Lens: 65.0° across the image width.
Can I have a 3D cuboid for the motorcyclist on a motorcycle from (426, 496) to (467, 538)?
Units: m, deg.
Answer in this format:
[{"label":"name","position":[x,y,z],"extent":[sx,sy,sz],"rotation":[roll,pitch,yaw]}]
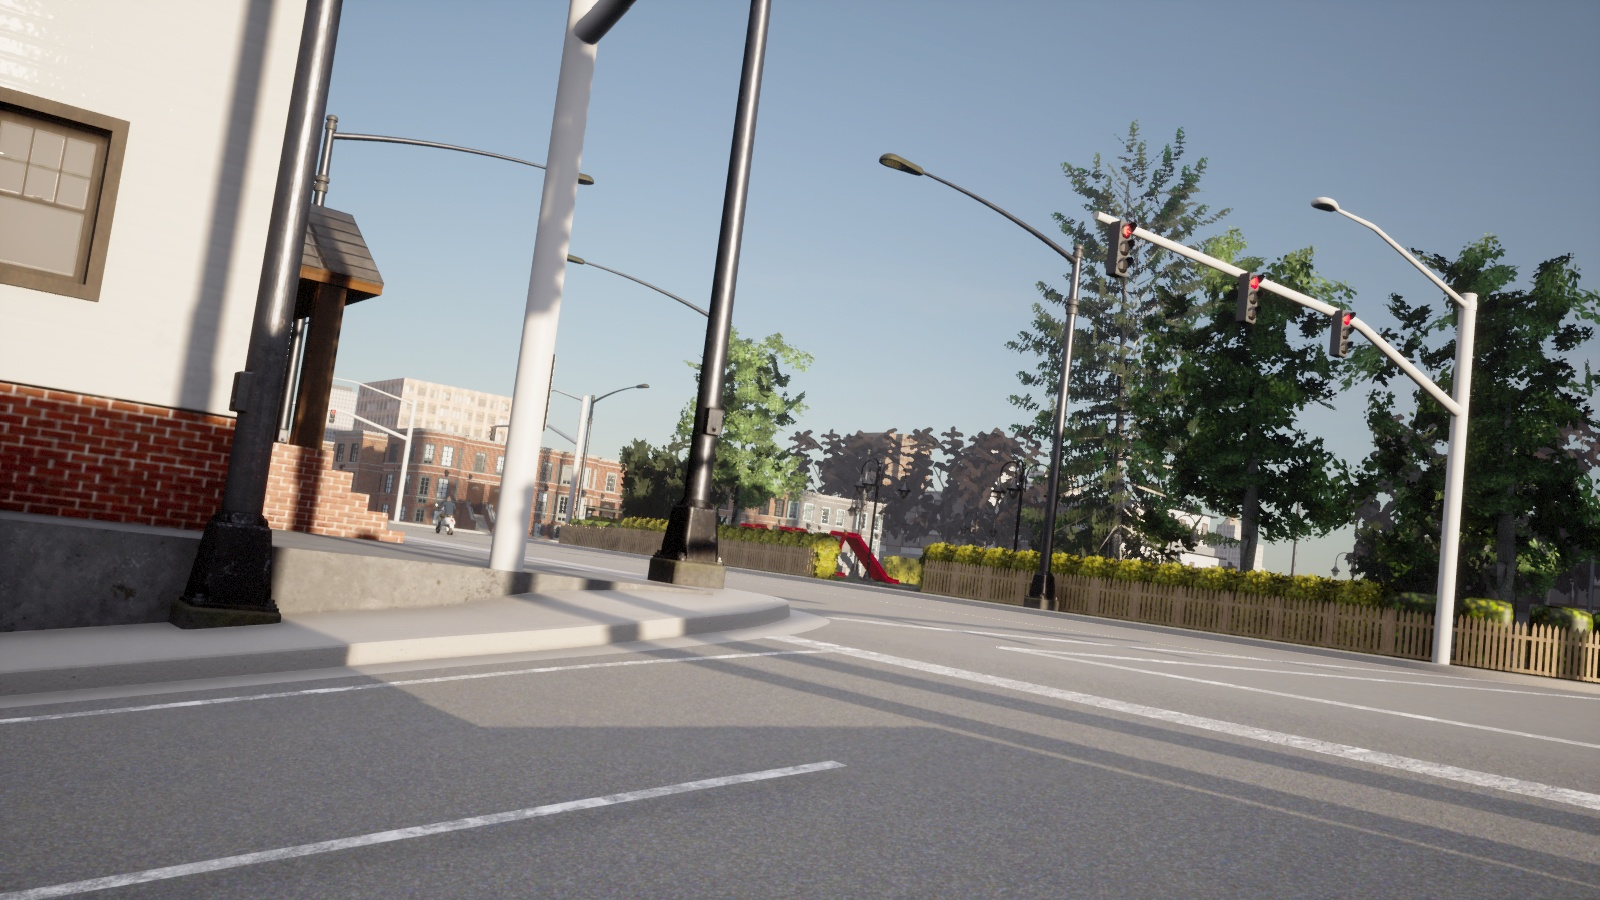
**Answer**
[{"label":"motorcyclist on a motorcycle","position":[-14.752,2.788,52.389],"extent":[0.866,1.590,1.817],"rotation":[10,-6,-35]}]
